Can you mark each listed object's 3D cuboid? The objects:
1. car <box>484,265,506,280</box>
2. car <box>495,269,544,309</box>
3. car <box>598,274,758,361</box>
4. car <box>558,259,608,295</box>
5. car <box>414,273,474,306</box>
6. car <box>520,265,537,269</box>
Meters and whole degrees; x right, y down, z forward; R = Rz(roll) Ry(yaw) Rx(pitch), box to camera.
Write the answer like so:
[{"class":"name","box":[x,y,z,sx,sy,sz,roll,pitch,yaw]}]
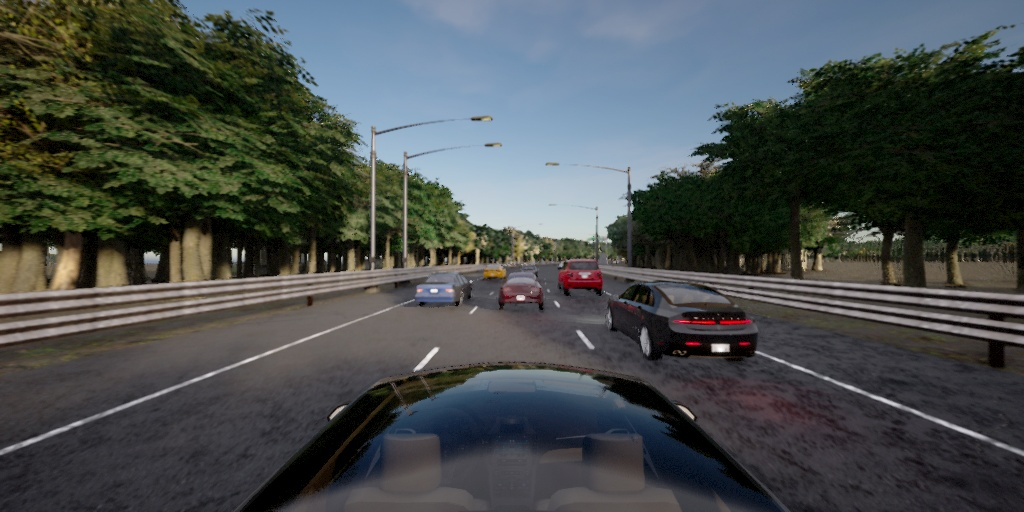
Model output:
[{"class":"car","box":[-1.709,1.683,37.336,1.882,1.535,5.008,0,-1,5]},{"class":"car","box":[0.420,1.459,15.949,1.812,1.442,4.674,0,-1,2]},{"class":"car","box":[3.591,1.345,8.508,1.837,1.490,4.892,0,-1,1]},{"class":"car","box":[4.074,1.236,21.972,2.150,2.045,5.566,0,-1,3]},{"class":"car","box":[-3.053,1.492,17.042,2.033,1.411,5.357,0,-1,2]},{"class":"car","box":[1.827,1.703,37.546,2.128,1.511,4.902,0,-1,5]}]
